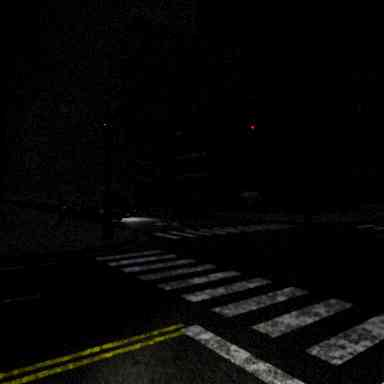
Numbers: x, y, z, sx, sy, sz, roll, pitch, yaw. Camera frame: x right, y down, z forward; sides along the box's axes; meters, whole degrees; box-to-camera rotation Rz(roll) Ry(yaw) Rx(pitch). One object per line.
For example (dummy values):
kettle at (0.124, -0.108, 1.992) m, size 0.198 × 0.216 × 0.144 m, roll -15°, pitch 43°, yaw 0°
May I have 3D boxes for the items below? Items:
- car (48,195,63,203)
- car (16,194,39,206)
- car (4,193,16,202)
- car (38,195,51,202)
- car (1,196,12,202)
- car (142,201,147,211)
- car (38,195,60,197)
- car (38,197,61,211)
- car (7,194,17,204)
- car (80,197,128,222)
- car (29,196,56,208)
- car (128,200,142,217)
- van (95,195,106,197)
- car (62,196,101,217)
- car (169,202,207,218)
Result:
car at (-29.120, 1.462, 70.959) m, size 1.967 × 1.590 × 4.097 m, roll 0°, pitch 0°, yaw -35°
car at (-26.086, 1.422, 52.833) m, size 1.967 × 1.590 × 4.097 m, roll 0°, pitch 0°, yaw -35°
car at (-38.854, 1.548, 70.802) m, size 1.887 × 1.381 × 4.507 m, roll 0°, pitch 0°, yaw -35°
car at (-35.504, 1.473, 79.944) m, size 1.967 × 1.590 × 4.097 m, roll 0°, pitch 0°, yaw -35°
car at (-42.046, 1.590, 75.295) m, size 1.802 × 1.307 × 4.206 m, roll 0°, pitch 0°, yaw -35°
car at (-6.777, 1.578, 39.514) m, size 1.802 × 1.307 × 4.206 m, roll 0°, pitch 0°, yaw -35°
car at (-21.662, 1.534, 51.120) m, size 2.033 × 1.411 × 5.357 m, roll 0°, pitch 0°, yaw -35°
car at (-16.510, 1.555, 39.357) m, size 1.802 × 1.307 × 4.206 m, roll 0°, pitch 0°, yaw -35°
car at (-32.470, 1.543, 61.818) m, size 2.008 × 1.369 × 4.403 m, roll 0°, pitch 0°, yaw -35°
car at (-6.933, 1.414, 25.881) m, size 1.967 × 1.590 × 4.097 m, roll 0°, pitch 0°, yaw -35°
car at (-19.702, 1.525, 43.849) m, size 2.008 × 1.369 × 4.403 m, roll 0°, pitch 0°, yaw -35°
car at (-6.922, 1.528, 30.244) m, size 2.033 × 1.411 × 5.357 m, roll 0°, pitch 0°, yaw -35°
van at (-13.160, 1.339, 48.498) m, size 1.690 × 1.788 × 3.998 m, roll 0°, pitch 0°, yaw -35°
car at (-10.125, 1.413, 30.373) m, size 1.967 × 1.590 × 4.097 m, roll 0°, pitch 0°, yaw -35°
car at (-0.392, 1.564, 30.528) m, size 1.947 × 1.339 × 4.313 m, roll 0°, pitch 0°, yaw -35°
